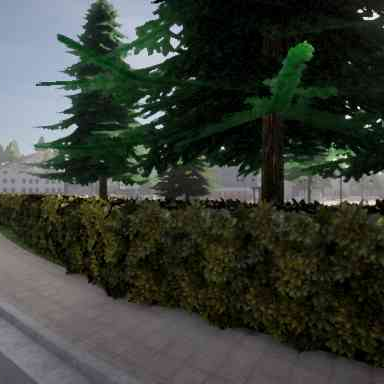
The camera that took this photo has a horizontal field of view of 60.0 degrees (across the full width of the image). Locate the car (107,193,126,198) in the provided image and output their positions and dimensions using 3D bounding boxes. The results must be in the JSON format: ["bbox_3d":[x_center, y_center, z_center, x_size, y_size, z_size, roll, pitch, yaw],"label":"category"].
[{"bbox_3d":[-20.394,1.153,90.259,5.027,1.636,2.152,0,0,-36],"label":"car"}]

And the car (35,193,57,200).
[{"bbox_3d":[-36.346,1.097,82.672,4.605,1.855,1.932,0,0,-36],"label":"car"}]

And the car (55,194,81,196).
[{"bbox_3d":[-23.868,1.320,63.995,3.633,1.501,1.845,0,0,-36],"label":"car"}]

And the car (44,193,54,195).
[{"bbox_3d":[-29.661,1.298,72.138,4.514,1.523,2.007,0,0,-36],"label":"car"}]

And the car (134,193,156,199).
[{"bbox_3d":[-7.945,1.384,60.661,3.806,1.475,1.970,0,0,-36],"label":"car"}]

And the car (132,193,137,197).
[{"bbox_3d":[-10.904,1.097,77.745,4.605,1.855,1.932,0,0,-36],"label":"car"}]
